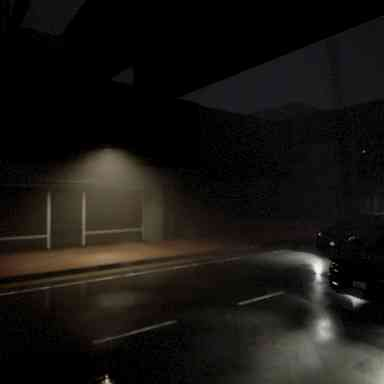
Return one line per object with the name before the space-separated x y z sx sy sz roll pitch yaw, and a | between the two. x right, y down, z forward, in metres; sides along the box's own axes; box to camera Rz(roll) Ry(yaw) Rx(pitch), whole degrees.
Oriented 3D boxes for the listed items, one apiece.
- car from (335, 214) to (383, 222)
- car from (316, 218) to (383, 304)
car | 6.995 1.629 13.534 4.674 1.442 1.812 1 0 -36
car | 5.229 1.544 7.891 5.008 1.535 1.882 1 0 -37
